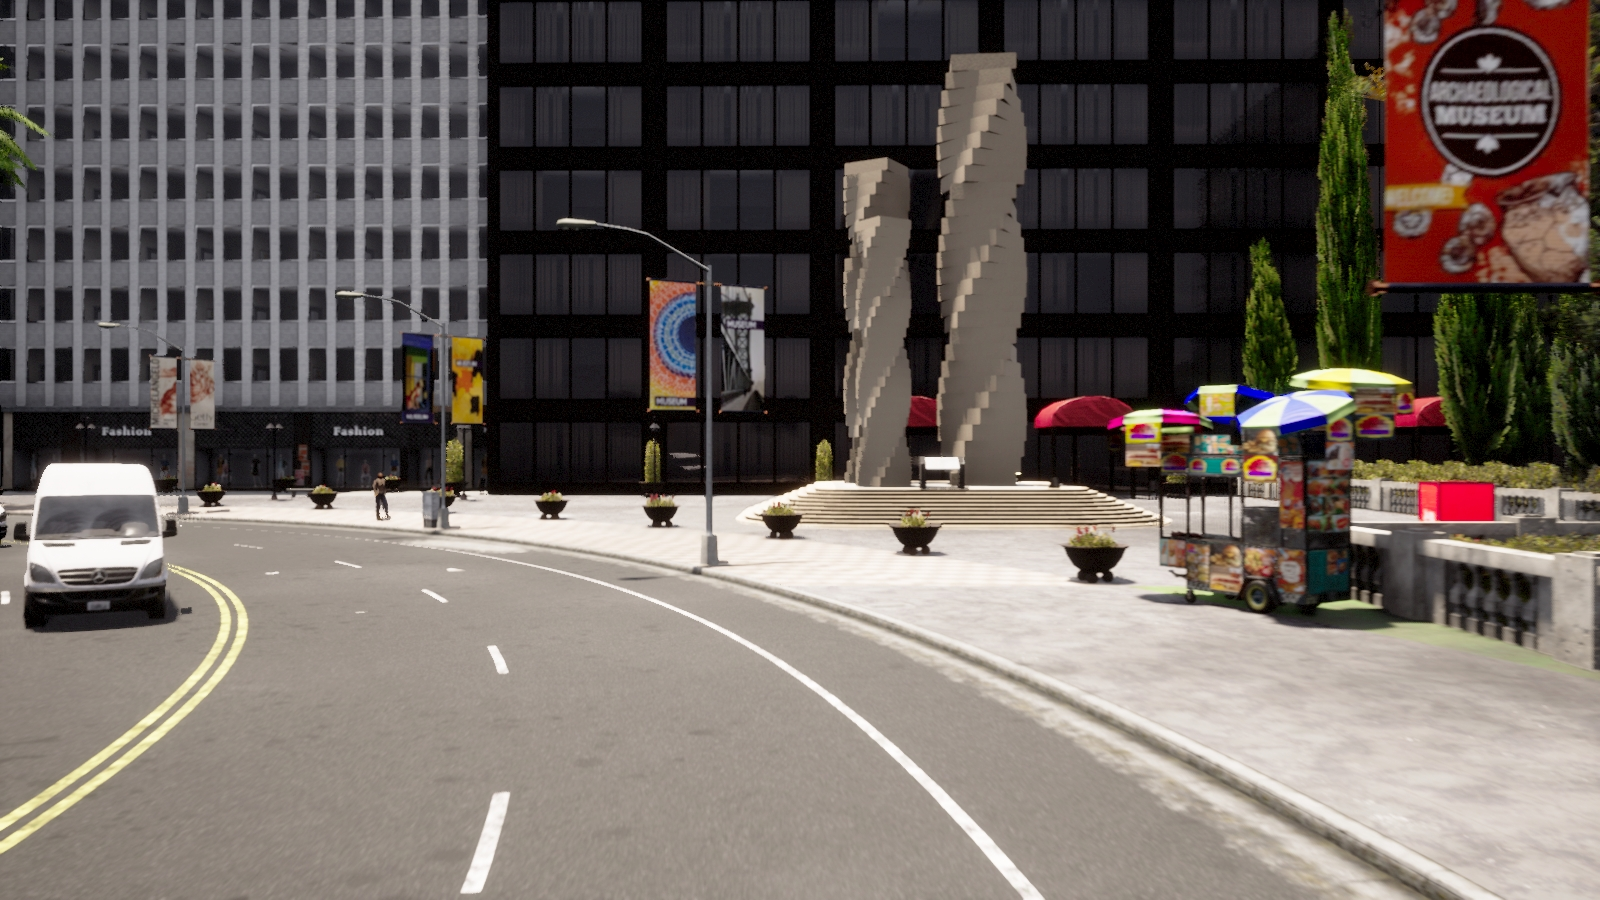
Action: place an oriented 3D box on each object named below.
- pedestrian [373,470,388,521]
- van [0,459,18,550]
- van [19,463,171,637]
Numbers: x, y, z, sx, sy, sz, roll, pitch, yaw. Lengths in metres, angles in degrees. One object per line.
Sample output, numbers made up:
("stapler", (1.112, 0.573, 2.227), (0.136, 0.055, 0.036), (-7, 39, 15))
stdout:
("pedestrian", (-15.690, 1.700, 42.748), (0.375, 1.860, 0.375), (0, 0, 40))
("van", (-25.439, 1.541, 33.249), (5.915, 2.561, 1.988), (0, 0, 29))
("van", (-12.444, 1.538, 20.203), (1.988, 2.561, 5.915), (0, 0, -32))
